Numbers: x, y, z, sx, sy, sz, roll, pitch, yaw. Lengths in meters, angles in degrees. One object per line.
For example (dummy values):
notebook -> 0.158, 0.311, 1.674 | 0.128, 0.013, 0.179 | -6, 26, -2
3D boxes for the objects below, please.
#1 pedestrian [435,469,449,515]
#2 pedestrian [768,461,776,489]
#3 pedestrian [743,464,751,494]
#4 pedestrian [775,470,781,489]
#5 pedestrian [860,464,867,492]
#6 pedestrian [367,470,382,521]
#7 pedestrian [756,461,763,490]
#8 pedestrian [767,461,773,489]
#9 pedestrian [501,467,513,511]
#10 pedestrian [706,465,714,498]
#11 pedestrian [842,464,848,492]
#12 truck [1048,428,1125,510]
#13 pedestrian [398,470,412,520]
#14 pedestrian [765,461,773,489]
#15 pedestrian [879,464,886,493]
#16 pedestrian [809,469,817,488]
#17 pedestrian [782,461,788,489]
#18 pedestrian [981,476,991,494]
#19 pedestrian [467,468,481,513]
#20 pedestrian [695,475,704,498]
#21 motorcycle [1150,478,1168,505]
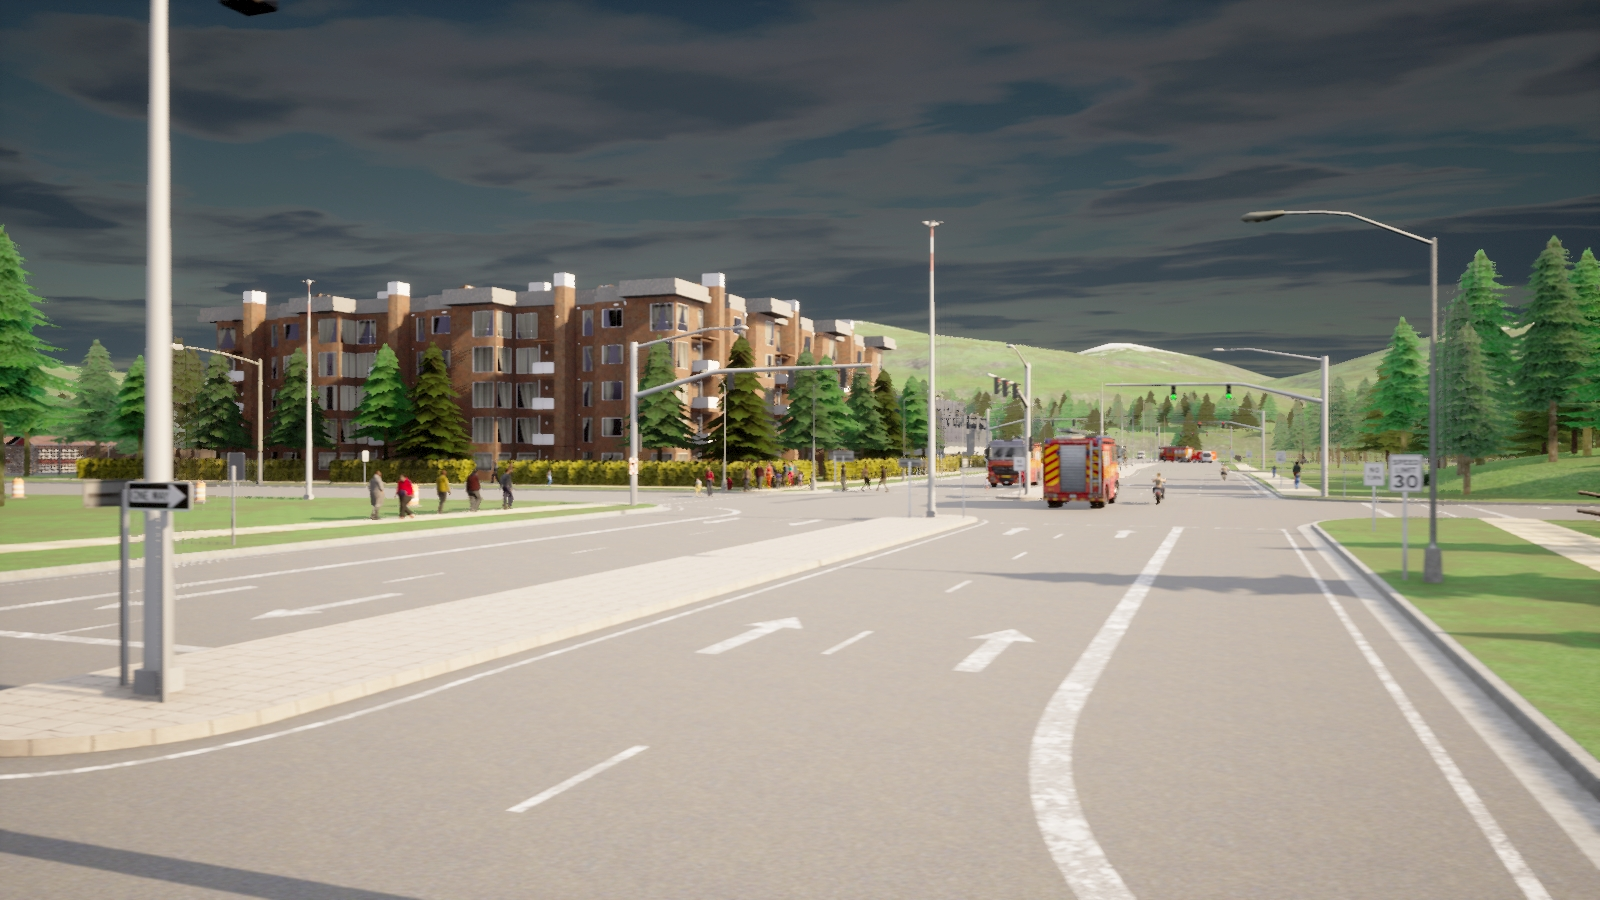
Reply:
pedestrian -> -14.375, 1.680, 45.835 | 0.375, 1.860, 0.375 | 0, 0, 24
pedestrian -> -1.893, 1.680, 77.207 | 0.375, 1.860, 0.375 | 0, 0, -44
pedestrian -> -3.350, 1.833, 72.495 | 0.375, 1.860, 0.375 | 0, 0, 23
pedestrian -> -1.435, 1.962, 75.863 | 0.375, 1.300, 0.375 | 0, 0, -3
pedestrian -> 4.240, 1.836, 76.109 | 0.375, 1.860, 0.375 | 0, 0, 19
pedestrian -> -15.834, 1.680, 42.506 | 0.375, 1.860, 0.375 | 0, 0, 24
pedestrian -> -2.628, 1.679, 74.235 | 0.375, 1.860, 0.375 | 0, 0, 20
pedestrian -> -2.019, 1.680, 76.557 | 0.375, 1.860, 0.375 | 0, 0, 9
pedestrian -> -12.680, 1.680, 49.444 | 0.375, 1.860, 0.375 | 0, 0, 25
pedestrian -> -5.249, 1.833, 66.480 | 0.375, 1.860, 0.375 | 0, 0, 18
pedestrian -> 2.996, 1.836, 75.831 | 0.375, 1.860, 0.375 | 0, 0, 12
truck -> 14.696, 0.887, 58.134 | 2.891, 3.827, 8.468 | 0, 0, 21
pedestrian -> -14.869, 1.680, 43.011 | 0.375, 1.860, 0.375 | 0, 0, 25
pedestrian -> -2.049, 1.680, 75.836 | 0.375, 1.860, 0.375 | 0, 0, 22
pedestrian -> 5.348, 1.837, 74.218 | 0.375, 1.860, 0.375 | 0, 0, 21
pedestrian -> 0.880, 1.952, 77.532 | 0.375, 1.300, 0.375 | 0, 0, 32
pedestrian -> -0.990, 1.681, 76.586 | 0.375, 1.860, 0.375 | 0, 0, 2
pedestrian -> 11.875, 2.220, 72.998 | 0.500, 1.100, 0.500 | 0, 0, 27
pedestrian -> -13.506, 1.680, 47.329 | 0.375, 1.860, 0.375 | 0, 0, 24
pedestrian -> -5.877, 2.113, 66.570 | 0.375, 1.300, 0.375 | 0, 0, 25
motorcycle -> 18.799, 2.153, 59.803 | 0.764, 1.307, 2.356 | 0, 0, 21
